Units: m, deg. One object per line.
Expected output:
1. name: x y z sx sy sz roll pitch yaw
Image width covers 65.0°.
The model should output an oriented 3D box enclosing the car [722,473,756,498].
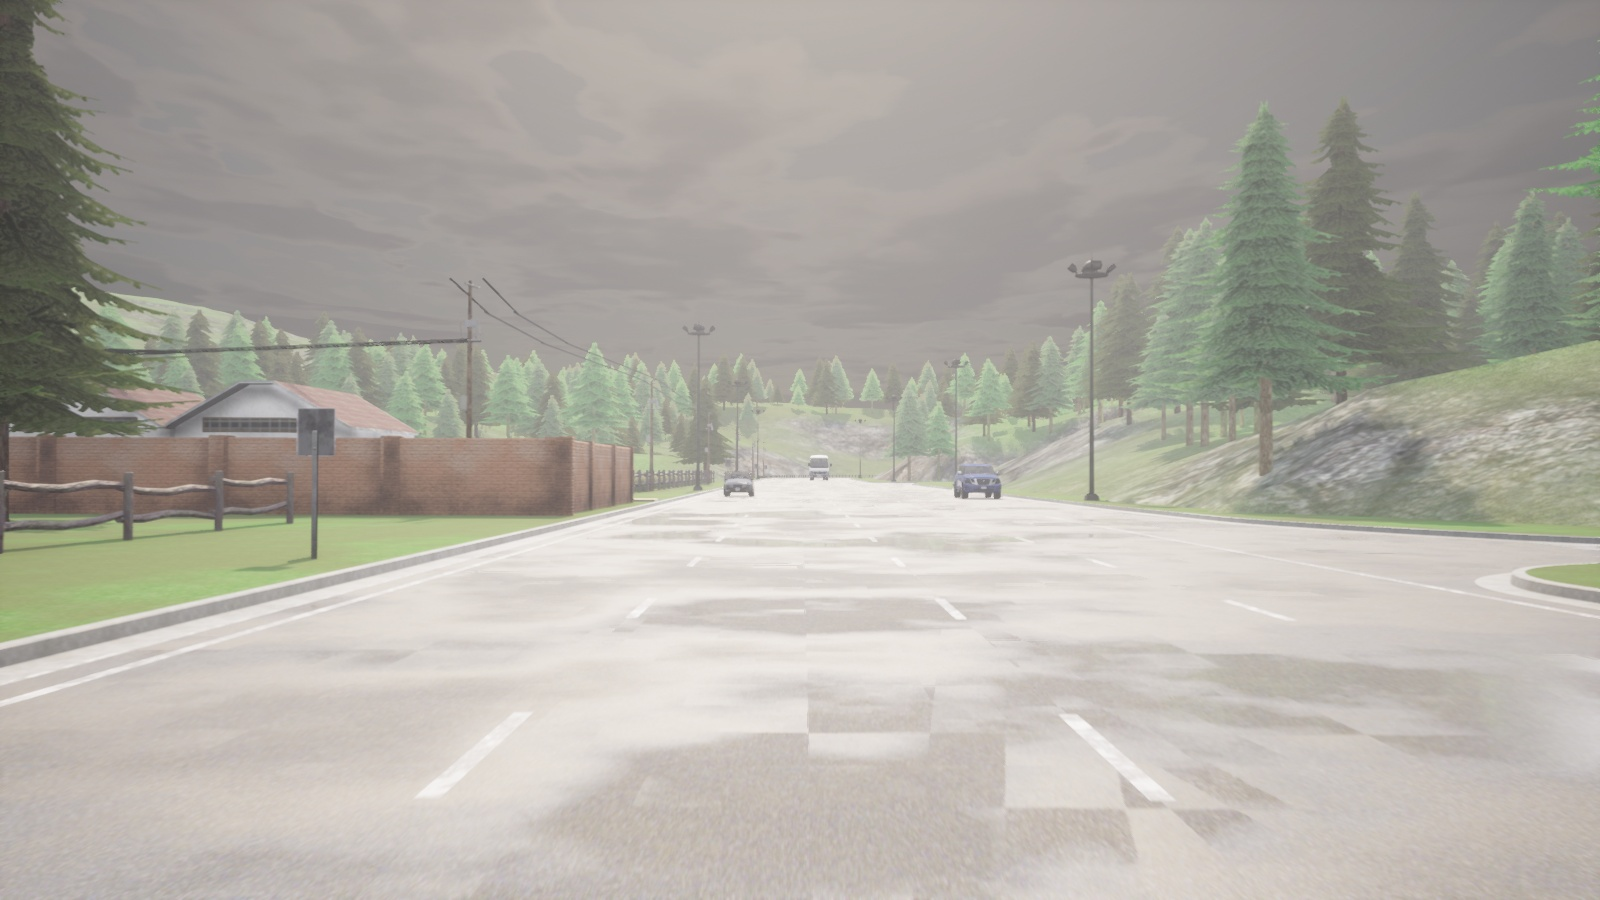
1. car: -3.672 2.119 76.234 1.816 1.474 4.193 0 -1 0

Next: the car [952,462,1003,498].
1. car: 10.333 1.719 73.368 2.150 2.045 5.566 0 -1 0
